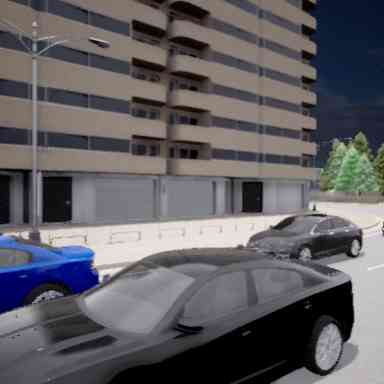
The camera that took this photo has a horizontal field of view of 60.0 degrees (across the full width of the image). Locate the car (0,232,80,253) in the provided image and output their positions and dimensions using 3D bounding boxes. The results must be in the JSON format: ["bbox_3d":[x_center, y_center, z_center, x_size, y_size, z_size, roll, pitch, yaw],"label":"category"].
[{"bbox_3d":[-4.063,1.481,5.410,5.008,1.535,1.882,0,0,-36],"label":"car"}]

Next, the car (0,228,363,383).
[{"bbox_3d":[-0.023,1.481,4.011,5.008,1.535,1.882,0,0,-36],"label":"car"}]

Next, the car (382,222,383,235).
[{"bbox_3d":[11.597,1.521,17.666,1.837,1.490,4.892,0,0,42],"label":"car"}]

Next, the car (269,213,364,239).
[{"bbox_3d":[3.936,1.514,11.237,4.892,1.490,1.837,0,0,-37],"label":"car"}]
